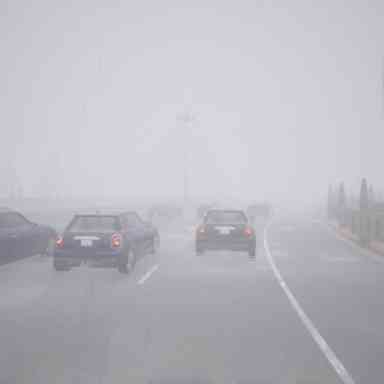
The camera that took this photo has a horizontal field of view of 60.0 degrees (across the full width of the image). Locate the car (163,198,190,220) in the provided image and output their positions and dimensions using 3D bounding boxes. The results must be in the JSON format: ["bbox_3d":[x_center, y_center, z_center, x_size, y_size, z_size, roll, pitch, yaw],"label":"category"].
[{"bbox_3d":[-2.071,1.512,27.933,1.837,1.490,4.892,0,0,18],"label":"car"}]

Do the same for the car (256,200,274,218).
[{"bbox_3d":[6.381,1.492,30.741,1.882,1.535,5.008,0,0,21],"label":"car"}]

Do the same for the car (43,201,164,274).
[{"bbox_3d":[-2.487,1.344,10.763,2.097,1.767,4.553,0,0,7],"label":"car"}]

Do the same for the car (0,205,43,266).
[{"bbox_3d":[-6.064,1.333,10.261,2.097,1.767,4.553,0,0,6],"label":"car"}]

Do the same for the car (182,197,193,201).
[{"bbox_3d":[-1.181,1.597,54.362,1.812,1.442,4.674,0,0,33],"label":"car"}]

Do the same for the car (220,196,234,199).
[{"bbox_3d":[5.743,1.431,58.188,2.097,1.767,4.553,0,0,37],"label":"car"}]

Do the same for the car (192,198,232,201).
[{"bbox_3d":[1.789,1.516,28.441,1.837,1.490,4.892,0,0,19],"label":"car"}]

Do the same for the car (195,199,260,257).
[{"bbox_3d":[1.440,1.355,13.265,2.097,1.767,4.553,0,0,9],"label":"car"}]

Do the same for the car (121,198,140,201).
[{"bbox_3d":[-9.051,1.599,47.814,2.033,1.411,5.357,0,0,28],"label":"car"}]

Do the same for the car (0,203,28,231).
[{"bbox_3d":[-11.910,1.455,18.959,1.882,1.535,5.008,0,0,12],"label":"car"}]
